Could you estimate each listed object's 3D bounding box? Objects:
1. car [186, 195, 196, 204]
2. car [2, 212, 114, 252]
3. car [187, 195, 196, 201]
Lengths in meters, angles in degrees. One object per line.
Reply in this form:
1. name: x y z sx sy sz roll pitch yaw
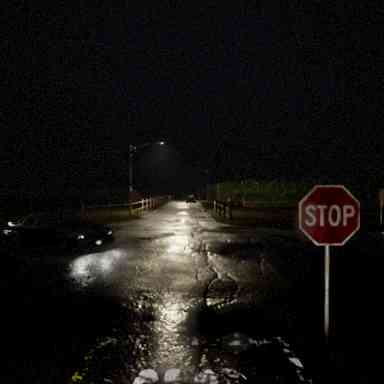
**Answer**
1. car: -0.168 1.532 63.908 1.895 1.301 4.718 0 0 0
2. car: -5.778 1.566 14.013 5.357 1.411 2.033 -1 0 32
3. car: -0.194 1.298 73.882 1.994 1.385 4.181 0 0 0
